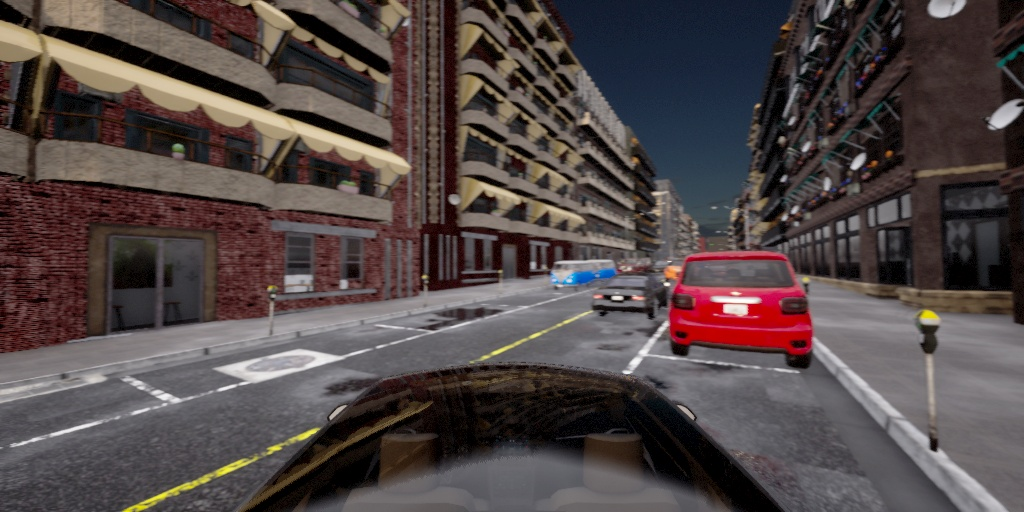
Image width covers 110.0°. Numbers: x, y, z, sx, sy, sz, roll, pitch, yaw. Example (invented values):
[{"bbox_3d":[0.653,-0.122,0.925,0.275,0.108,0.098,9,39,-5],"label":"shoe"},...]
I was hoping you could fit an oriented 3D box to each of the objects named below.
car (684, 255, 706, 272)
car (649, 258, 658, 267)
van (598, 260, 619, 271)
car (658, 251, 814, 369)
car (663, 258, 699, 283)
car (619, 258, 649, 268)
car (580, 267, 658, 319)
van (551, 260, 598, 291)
[{"bbox_3d":[22.916,0.896,44.730,2.150,2.045,5.566,-2,-1,30],"label":"car"},{"bbox_3d":[15.940,1.229,38.353,1.882,1.535,5.008,-2,-1,31],"label":"car"},{"bbox_3d":[6.640,1.178,27.374,1.690,1.789,3.998,0,0,30],"label":"van"},{"bbox_3d":[4.894,0.926,8.001,2.150,2.045,5.566,-2,-1,30],"label":"car"},{"bbox_3d":[13.392,1.056,28.239,2.097,1.767,4.553,-2,-1,30],"label":"car"},{"bbox_3d":[12.222,1.129,36.922,2.192,1.841,5.009,0,0,30],"label":"car"},{"bbox_3d":[4.440,1.298,12.920,2.033,1.411,5.357,-2,-1,31],"label":"car"},{"bbox_3d":[3.848,1.191,22.599,1.690,1.789,3.998,0,0,30],"label":"van"}]
